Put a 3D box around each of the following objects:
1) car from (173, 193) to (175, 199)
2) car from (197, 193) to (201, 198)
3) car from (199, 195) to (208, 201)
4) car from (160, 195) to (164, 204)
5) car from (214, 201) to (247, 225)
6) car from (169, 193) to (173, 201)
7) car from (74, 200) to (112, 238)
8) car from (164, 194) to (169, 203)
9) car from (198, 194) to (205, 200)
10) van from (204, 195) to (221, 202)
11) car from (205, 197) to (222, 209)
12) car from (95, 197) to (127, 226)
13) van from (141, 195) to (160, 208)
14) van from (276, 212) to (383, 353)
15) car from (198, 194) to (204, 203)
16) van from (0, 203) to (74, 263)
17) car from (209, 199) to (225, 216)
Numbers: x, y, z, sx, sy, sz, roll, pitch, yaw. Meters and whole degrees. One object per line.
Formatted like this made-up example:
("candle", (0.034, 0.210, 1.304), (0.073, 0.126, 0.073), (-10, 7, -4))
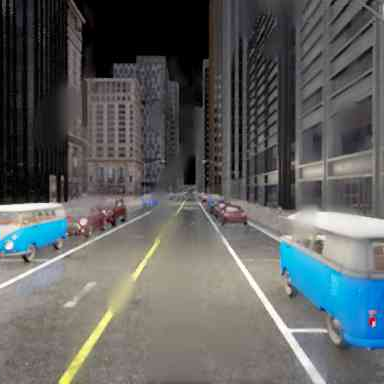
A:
("car", (-5.872, 1.347, 84.907), (1.947, 1.339, 4.313), (0, 0, 0))
("car", (2.668, 1.362, 73.637), (2.008, 1.369, 4.403), (0, 0, 0))
("car", (2.661, 1.360, 79.278), (1.947, 1.339, 4.313), (0, 0, 0))
("car", (-5.829, 1.420, 51.061), (1.887, 1.381, 4.507), (0, 0, 0))
("car", (2.732, 1.524, 22.872), (1.802, 1.307, 4.206), (0, 0, 0))
("car", (-5.858, 1.255, 73.624), (1.967, 1.590, 4.097), (0, 0, 0))
("car", (-5.786, 1.401, 17.215), (1.967, 1.590, 4.097), (0, 0, 0))
("car", (-5.843, 1.412, 62.343), (1.947, 1.339, 4.313), (0, 0, 0))
("car", (2.646, 1.283, 90.729), (1.752, 1.417, 4.829), (0, 0, 0))
("van", (2.710, 1.241, 39.793), (1.690, 1.788, 3.998), (0, 0, 0))
("car", (2.718, 1.480, 34.153), (1.947, 1.339, 4.313), (0, 0, 0))
("car", (-5.794, 1.262, 22.856), (2.192, 1.841, 5.009), (0, 0, 0))
("van", (-5.823, 1.231, 45.420), (1.690, 1.788, 3.998), (0, 0, 0))
("van", (2.753, 1.325, 5.949), (1.690, 1.788, 3.998), (0, 0, 0))
("car", (2.682, 1.387, 62.356), (1.887, 1.381, 4.507), (0, 0, 0))
("van", (-5.780, 1.315, 11.574), (1.690, 1.788, 3.998), (0, 0, 0))
("car", (2.725, 1.510, 28.512), (1.802, 1.307, 4.206), (0, 0, 0))
